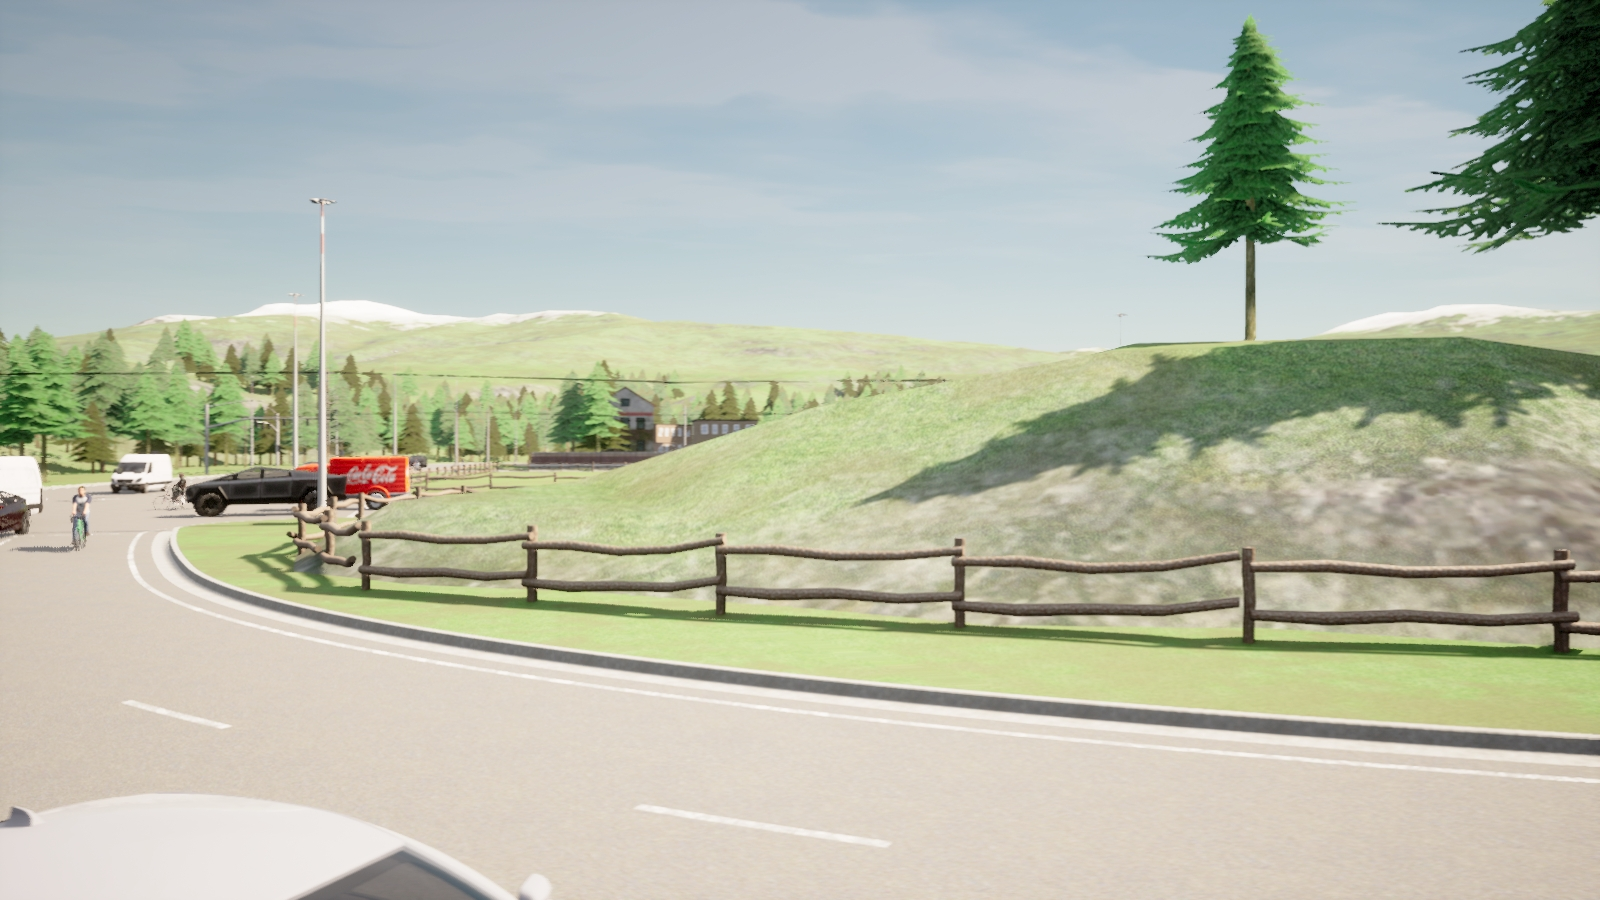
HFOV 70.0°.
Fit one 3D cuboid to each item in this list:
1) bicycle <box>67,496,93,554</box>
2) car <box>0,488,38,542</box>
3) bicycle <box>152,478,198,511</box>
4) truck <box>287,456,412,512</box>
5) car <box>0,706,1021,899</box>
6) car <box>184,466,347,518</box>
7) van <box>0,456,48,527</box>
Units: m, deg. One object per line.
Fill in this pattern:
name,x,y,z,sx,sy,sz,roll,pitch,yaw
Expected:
bicycle,-20.108,2.066,31.927,0.373,1.496,1.643,1,0,-24
car,-25.947,2.050,36.083,2.007,1.525,4.514,0,0,-18
bicycle,-29.187,2.077,53.336,1.835,1.471,0.329,0,3,-44
truck,-21.263,1.570,54.189,5.204,2.467,2.627,-1,0,-15
car,-1.982,2.035,3.746,5.006,1.535,2.097,0,0,22
car,-23.053,1.770,49.500,6.274,2.098,2.390,0,0,-25
van,-30.327,1.546,41.333,1.988,2.561,5.915,-1,0,4
